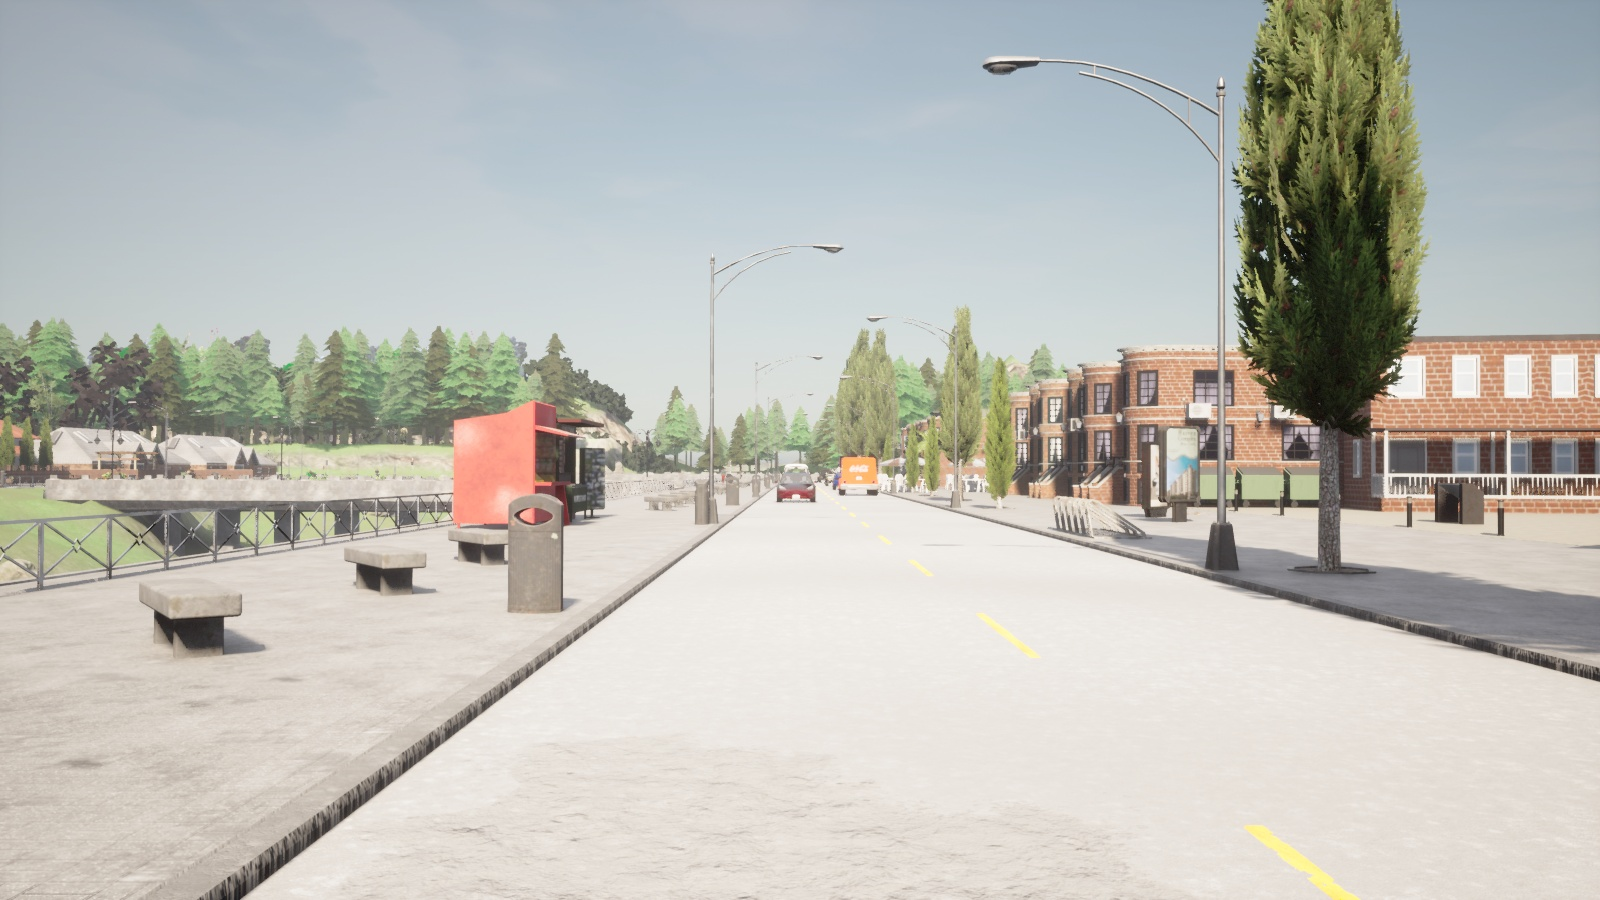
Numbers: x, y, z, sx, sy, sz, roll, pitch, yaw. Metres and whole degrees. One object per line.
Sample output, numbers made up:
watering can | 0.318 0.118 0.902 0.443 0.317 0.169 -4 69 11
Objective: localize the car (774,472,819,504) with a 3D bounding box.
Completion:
car | -0.174 1.867 62.821 2.163 1.488 4.792 0 -1 0

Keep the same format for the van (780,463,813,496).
van | -0.226 1.899 81.187 2.069 2.038 4.480 0 -1 0

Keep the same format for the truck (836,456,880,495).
truck | 3.769 1.693 82.389 2.627 2.467 5.204 0 -1 0
